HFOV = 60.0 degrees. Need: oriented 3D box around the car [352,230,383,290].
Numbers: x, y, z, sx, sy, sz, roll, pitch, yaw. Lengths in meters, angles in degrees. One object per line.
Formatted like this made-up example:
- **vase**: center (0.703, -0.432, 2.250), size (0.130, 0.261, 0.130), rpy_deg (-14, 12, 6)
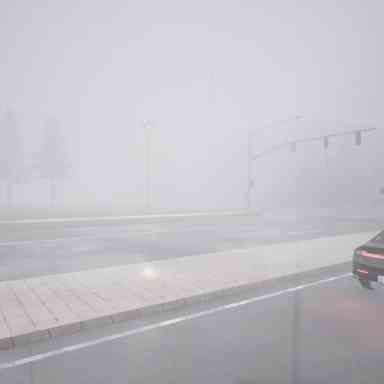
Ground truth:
- **car**: center (5.717, 1.492, 7.848), size (4.902, 1.511, 2.128), rpy_deg (0, 0, -36)
